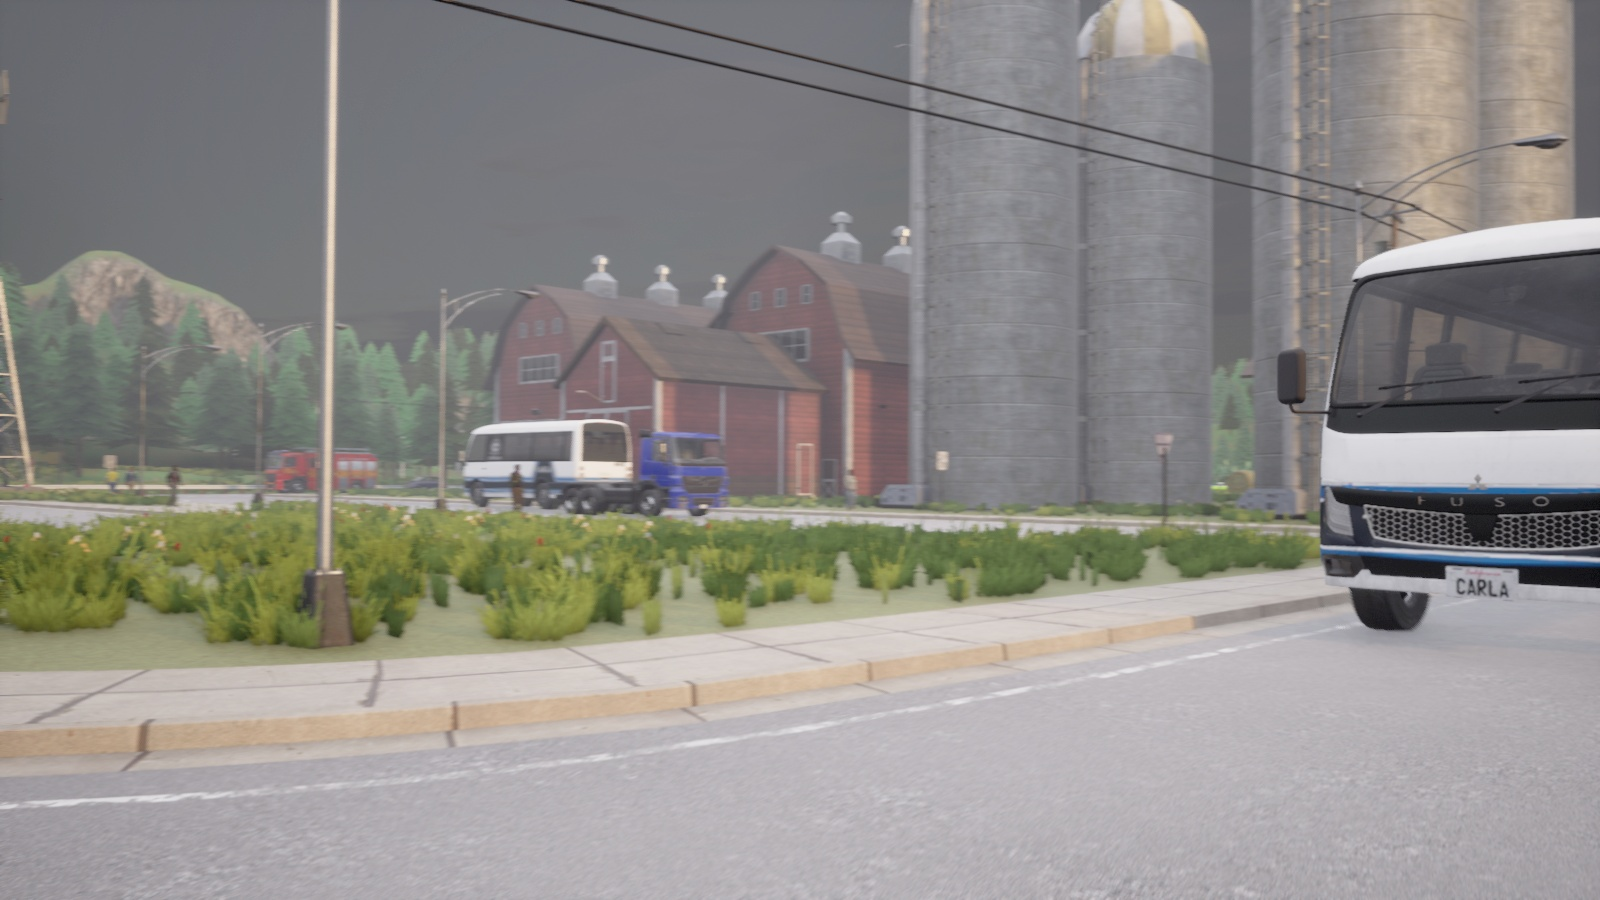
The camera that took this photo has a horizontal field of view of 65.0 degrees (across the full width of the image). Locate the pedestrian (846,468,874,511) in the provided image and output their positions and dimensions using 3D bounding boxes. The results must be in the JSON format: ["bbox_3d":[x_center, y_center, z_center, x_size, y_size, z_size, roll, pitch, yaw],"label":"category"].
[{"bbox_3d":[2.645,1.728,55.357,0.874,1.855,0.900,1,-2,-37],"label":"pedestrian"}]

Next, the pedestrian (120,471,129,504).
[{"bbox_3d":[-38.216,2.128,71.046,0.354,1.836,0.706,0,-1,-21],"label":"pedestrian"}]

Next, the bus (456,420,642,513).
[{"bbox_3d":[-12.626,0.876,62.376,10.273,4.253,3.944,-1,-2,44],"label":"bus"}]

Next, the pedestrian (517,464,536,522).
[{"bbox_3d":[-9.212,1.451,42.363,0.395,1.930,0.692,1,-2,-34],"label":"pedestrian"}]

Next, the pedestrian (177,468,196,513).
[{"bbox_3d":[-26.453,1.742,54.134,0.666,1.930,0.402,-1,-1,23],"label":"pedestrian"}]

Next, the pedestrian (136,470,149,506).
[{"bbox_3d":[-36.183,2.082,69.083,0.788,1.949,0.423,-1,-2,45],"label":"pedestrian"}]

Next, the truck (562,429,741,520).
[{"bbox_3d":[-6.170,1.012,51.245,7.936,3.462,2.891,-1,-2,44],"label":"truck"}]

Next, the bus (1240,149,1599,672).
[{"bbox_3d":[9.417,-0.228,14.565,10.273,4.253,3.944,1,-2,-44],"label":"bus"}]
